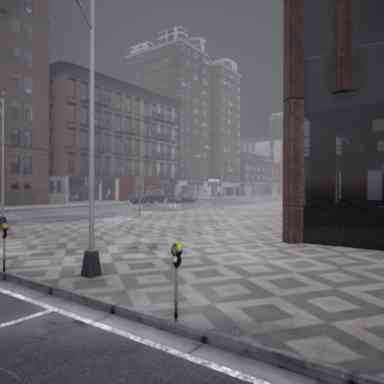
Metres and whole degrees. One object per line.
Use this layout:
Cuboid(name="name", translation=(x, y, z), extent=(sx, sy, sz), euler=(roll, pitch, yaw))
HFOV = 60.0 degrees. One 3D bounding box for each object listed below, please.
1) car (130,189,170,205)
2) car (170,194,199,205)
Cuboid(name="car", translation=(-5.999, 0.671, 45.641), extent=(2.150, 2.045, 5.566), euler=(0, 1, 36))
Cuboid(name="car", translation=(-1.209, 0.967, 46.728), extent=(2.033, 1.411, 5.357), euler=(0, 1, 36))
